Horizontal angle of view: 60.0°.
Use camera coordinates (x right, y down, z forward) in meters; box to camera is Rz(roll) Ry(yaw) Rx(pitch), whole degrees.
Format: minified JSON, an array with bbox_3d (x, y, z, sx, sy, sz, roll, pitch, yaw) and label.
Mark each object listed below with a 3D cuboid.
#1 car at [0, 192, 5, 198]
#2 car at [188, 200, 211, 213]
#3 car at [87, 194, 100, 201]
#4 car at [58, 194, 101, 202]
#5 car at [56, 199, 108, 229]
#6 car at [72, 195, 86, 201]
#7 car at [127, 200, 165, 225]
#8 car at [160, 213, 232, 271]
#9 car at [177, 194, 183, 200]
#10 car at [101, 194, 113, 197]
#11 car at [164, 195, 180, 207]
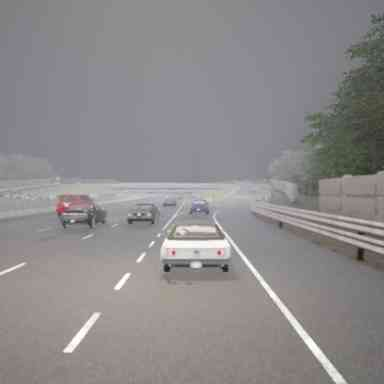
[{"bbox_3d":[-44.990,0.617,77.113,1.882,1.535,5.008,0,2,-16],"label":"car"},{"bbox_3d":[0.865,1.502,34.092,1.812,1.442,4.674,0,0,6],"label":"car"},{"bbox_3d":[-24.406,1.367,82.465,1.812,1.442,4.674,0,0,0],"label":"car"},{"bbox_3d":[-10.317,1.201,30.012,2.150,2.045,5.566,0,0,0],"label":"car"},{"bbox_3d":[-6.843,1.476,21.526,2.128,1.511,4.902,0,0,0],"label":"car"},{"bbox_3d":[-27.906,1.395,82.431,1.994,1.385,4.181,0,0,0],"label":"car"},{"bbox_3d":[-3.431,1.531,24.221,2.033,1.411,5.357,0,0,0],"label":"car"},{"bbox_3d":[0.117,1.593,10.816,1.895,1.301,4.718,0,0,0],"label":"car"},{"bbox_3d":[-3.441,1.326,88.455,2.128,1.511,4.902,0,0,0],"label":"car"},{"bbox_3d":[-20.907,1.396,82.501,1.994,1.385,4.181,0,0,0],"label":"car"},{"bbox_3d":[-3.341,1.530,51.355,1.994,1.385,4.181,0,0,0],"label":"car"}]
